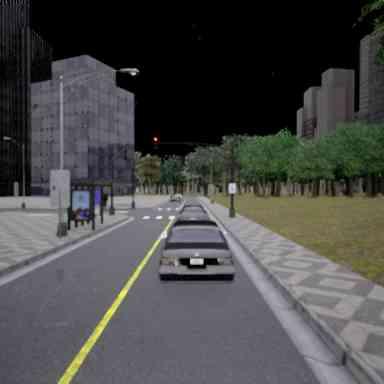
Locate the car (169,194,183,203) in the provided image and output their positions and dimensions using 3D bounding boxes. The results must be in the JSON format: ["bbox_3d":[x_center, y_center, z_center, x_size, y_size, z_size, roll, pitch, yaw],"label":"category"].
[{"bbox_3d":[-3.092,1.286,60.768,1.994,1.385,4.181,0,0,0],"label":"car"}]

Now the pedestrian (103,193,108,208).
[{"bbox_3d":[-10.105,0.918,38.659,0.375,1.860,0.375,0,1,1],"label":"pedestrian"}]

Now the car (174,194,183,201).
[{"bbox_3d":[-3.093,1.159,76.146,1.812,1.442,4.674,0,0,0],"label":"car"}]

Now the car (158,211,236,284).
[{"bbox_3d":[0.092,1.511,9.556,2.033,1.411,5.357,0,0,0],"label":"car"}]

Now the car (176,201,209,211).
[{"bbox_3d":[0.072,1.483,20.592,1.994,1.385,4.181,0,0,0],"label":"car"}]
